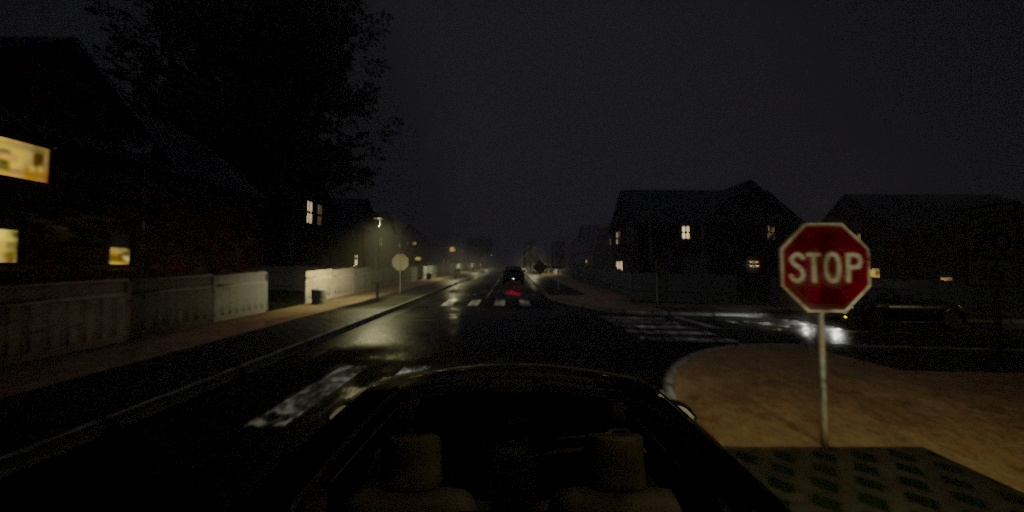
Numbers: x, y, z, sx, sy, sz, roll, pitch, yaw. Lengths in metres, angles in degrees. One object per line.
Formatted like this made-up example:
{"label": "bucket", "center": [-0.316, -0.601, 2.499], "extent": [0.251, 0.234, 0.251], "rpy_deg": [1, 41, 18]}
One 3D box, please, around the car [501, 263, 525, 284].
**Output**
{"label": "car", "center": [0.116, 1.672, 32.267], "extent": [1.837, 1.490, 4.892], "rpy_deg": [0, -1, 0]}

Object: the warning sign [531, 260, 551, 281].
{"label": "warning sign", "center": [2.533, 1.277, 31.859], "extent": [1.300, 1.860, 1.060], "rpy_deg": [0, 0, 0]}

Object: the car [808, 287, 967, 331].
{"label": "car", "center": [13.171, 1.801, 12.769], "extent": [4.181, 1.385, 1.994], "rpy_deg": [1, -2, 0]}
